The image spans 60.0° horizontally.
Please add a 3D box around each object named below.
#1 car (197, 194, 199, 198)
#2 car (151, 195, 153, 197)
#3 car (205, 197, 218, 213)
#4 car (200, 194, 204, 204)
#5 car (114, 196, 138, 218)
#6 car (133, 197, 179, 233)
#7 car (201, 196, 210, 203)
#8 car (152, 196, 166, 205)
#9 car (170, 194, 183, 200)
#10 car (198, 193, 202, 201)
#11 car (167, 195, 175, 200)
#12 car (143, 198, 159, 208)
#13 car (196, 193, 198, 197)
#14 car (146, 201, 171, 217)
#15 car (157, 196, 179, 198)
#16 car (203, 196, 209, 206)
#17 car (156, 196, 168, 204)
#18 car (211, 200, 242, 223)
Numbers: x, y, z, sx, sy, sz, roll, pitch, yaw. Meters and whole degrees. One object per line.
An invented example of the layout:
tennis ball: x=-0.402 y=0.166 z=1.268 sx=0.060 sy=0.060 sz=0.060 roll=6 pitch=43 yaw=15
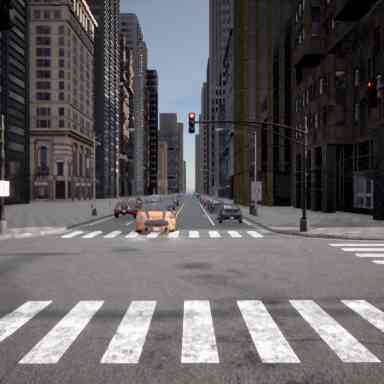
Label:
car: x=2.743 y=1.569 z=75.915 sx=1.887 sy=1.381 sz=4.507 roll=0 pitch=0 yaw=0
car: x=-5.774 y=1.444 z=36.421 sx=1.967 sy=1.590 sz=4.097 roll=0 pitch=0 yaw=0
car: x=2.752 y=1.554 z=36.432 sx=2.008 sy=1.369 sz=4.403 roll=0 pitch=0 yaw=0
car: x=2.748 y=1.449 z=53.354 sx=1.967 sy=1.590 sz=4.097 roll=0 pitch=0 yaw=0
car: x=-5.772 y=1.317 z=30.780 sx=2.192 sy=1.841 sz=5.009 roll=0 pitch=0 yaw=0
car: x=-2.244 y=1.351 z=19.514 sx=2.097 sy=1.767 sz=4.553 roll=0 pitch=0 yaw=-10
car: x=2.744 y=1.545 z=70.445 sx=1.752 sy=1.417 sz=4.829 roll=0 pitch=0 yaw=0
car: x=-5.779 y=1.452 z=58.983 sx=1.967 sy=1.590 sz=4.097 roll=0 pitch=0 yaw=0
car: x=-3.029 y=1.501 z=53.015 sx=2.128 sy=1.511 sz=4.902 roll=0 pitch=0 yaw=0
car: x=2.745 y=1.456 z=64.635 sx=1.967 sy=1.590 sz=4.097 roll=0 pitch=0 yaw=0
car: x=-5.787 y=1.566 z=92.658 sx=1.752 sy=1.417 sz=4.829 roll=0 pitch=0 yaw=0
car: x=-5.776 y=1.589 z=47.702 sx=1.802 sy=1.307 sz=4.206 roll=0 pitch=0 yaw=0
car: x=2.740 y=1.561 z=87.367 sx=1.752 sy=1.417 sz=4.829 roll=0 pitch=0 yaw=0
car: x=-3.102 y=1.604 z=31.869 sx=1.895 sy=1.301 sz=4.718 roll=0 pitch=0 yaw=0
car: x=-3.087 y=1.553 z=42.860 sx=2.033 sy=1.411 sz=5.357 roll=0 pitch=0 yaw=0
car: x=2.751 y=1.550 z=42.072 sx=1.887 sy=1.381 sz=4.507 roll=0 pitch=0 yaw=0
car: x=-5.780 y=1.541 z=64.454 sx=1.752 sy=1.417 sz=4.829 roll=0 pitch=0 yaw=0
car: x=2.754 y=1.552 z=25.150 sx=2.008 sy=1.369 sz=4.403 roll=0 pitch=0 yaw=0
